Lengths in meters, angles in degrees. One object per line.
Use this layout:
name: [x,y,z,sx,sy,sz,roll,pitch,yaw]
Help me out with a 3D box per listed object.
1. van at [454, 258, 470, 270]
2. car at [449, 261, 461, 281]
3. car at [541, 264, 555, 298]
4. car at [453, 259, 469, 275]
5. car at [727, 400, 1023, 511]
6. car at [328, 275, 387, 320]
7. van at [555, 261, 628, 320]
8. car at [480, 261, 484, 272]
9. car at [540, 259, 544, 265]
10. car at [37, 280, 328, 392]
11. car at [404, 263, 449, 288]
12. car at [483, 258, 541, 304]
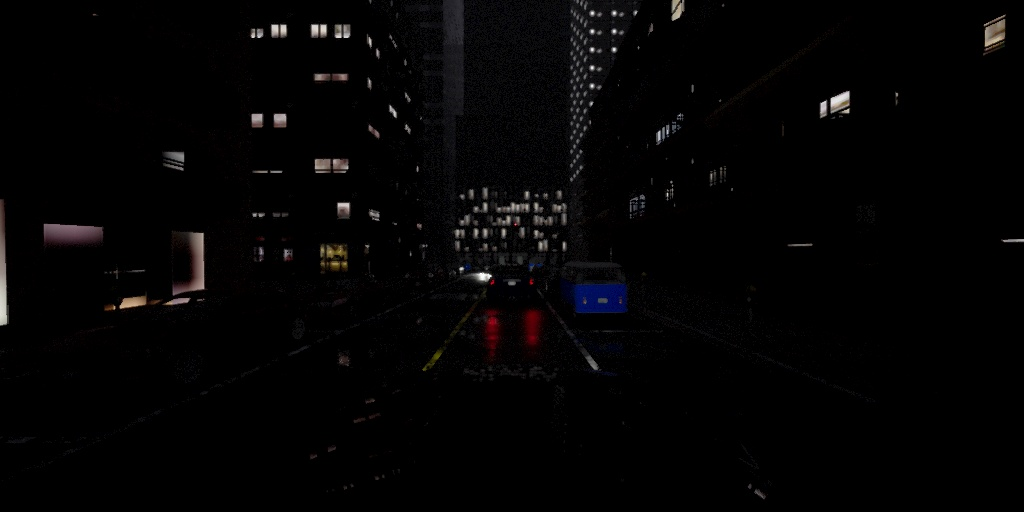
van: [-5.692,1.084,40.486,1.690,1.789,3.998,0,0,0]
car: [-5.691,1.309,29.281,1.948,1.339,4.313,0,0,0]
car: [2.690,1.296,18.050,2.007,1.370,4.403,0,0,0]
car: [-5.692,1.294,34.884,2.007,1.370,4.403,0,0,0]
car: [2.689,1.314,1.243,1.948,1.339,4.313,0,0,0]
car: [-5.691,1.328,12.476,1.802,1.307,4.207,0,0,0]
van: [2.689,1.087,12.447,1.690,1.789,3.998,0,0,0]
car: [-3.000,1.275,45.135,2.128,1.511,4.902,0,0,0]
car: [2.689,1.269,35.025,1.751,1.417,4.829,0,0,0]
car: [-5.692,1.292,6.875,1.888,1.381,4.507,0,0,0]
car: [-5.691,1.184,23.680,1.967,1.591,4.097,0,0,0]
car: [0.000,1.112,16.471,2.097,1.767,4.553,0,0,0]
